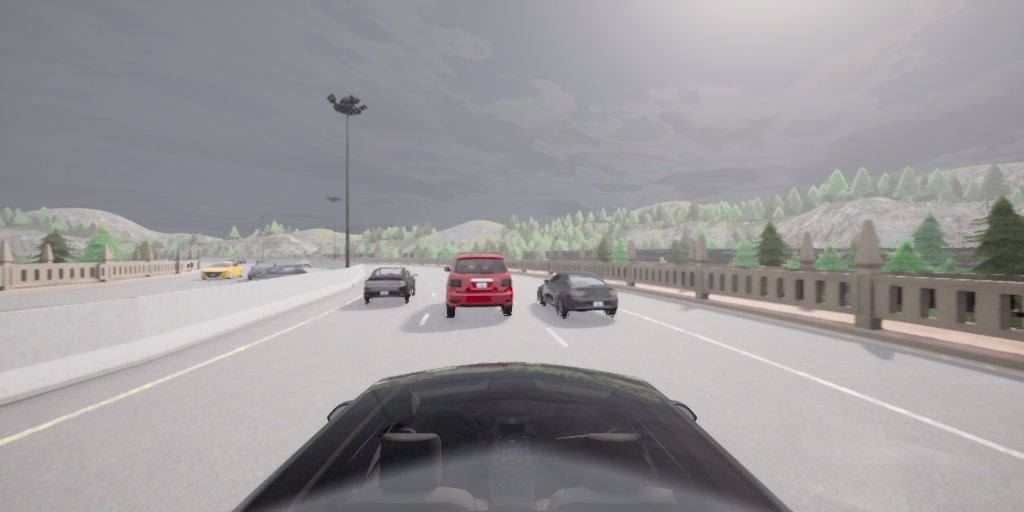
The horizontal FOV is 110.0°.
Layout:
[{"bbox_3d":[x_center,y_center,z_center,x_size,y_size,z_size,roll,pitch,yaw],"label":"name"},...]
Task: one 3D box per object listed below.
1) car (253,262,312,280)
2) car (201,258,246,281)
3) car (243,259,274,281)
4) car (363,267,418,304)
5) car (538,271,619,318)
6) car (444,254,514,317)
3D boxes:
[{"bbox_3d":[-14.480,1.306,23.069,1.994,1.385,4.181,0,0,-16],"label":"car"},{"bbox_3d":[-24.481,1.218,30.474,1.882,1.535,5.008,0,0,-23],"label":"car"},{"bbox_3d":[-20.519,1.265,30.050,1.812,1.442,4.674,0,0,-22],"label":"car"},{"bbox_3d":[-5.452,1.234,16.400,2.128,1.511,4.902,0,0,-11],"label":"car"},{"bbox_3d":[2.235,1.267,12.948,1.812,1.442,4.674,0,0,-8],"label":"car"},{"bbox_3d":[-1.318,0.964,13.351,2.150,2.045,5.566,0,0,-9],"label":"car"}]
